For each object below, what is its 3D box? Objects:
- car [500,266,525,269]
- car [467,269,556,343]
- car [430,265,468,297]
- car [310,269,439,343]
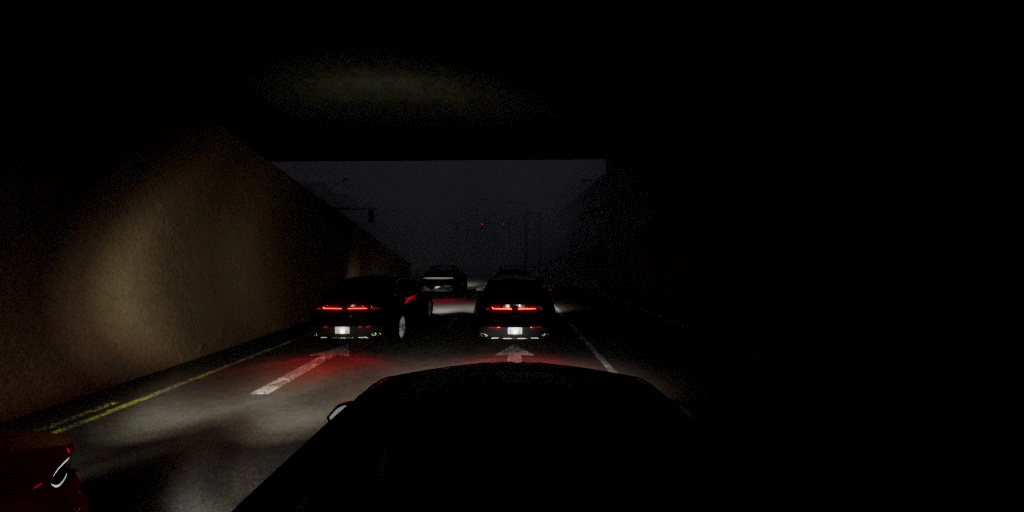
[{"bbox_3d":[0.012,1.255,19.030,1.837,1.490,4.892,0,0,0],"label":"car"},{"bbox_3d":[0.053,1.255,9.620,1.837,1.490,4.892,0,0,0],"label":"car"},{"bbox_3d":[-3.484,1.242,18.994,2.128,1.511,4.902,0,0,-1],"label":"car"},{"bbox_3d":[-3.448,1.255,9.677,1.837,1.490,4.892,0,0,0],"label":"car"}]
